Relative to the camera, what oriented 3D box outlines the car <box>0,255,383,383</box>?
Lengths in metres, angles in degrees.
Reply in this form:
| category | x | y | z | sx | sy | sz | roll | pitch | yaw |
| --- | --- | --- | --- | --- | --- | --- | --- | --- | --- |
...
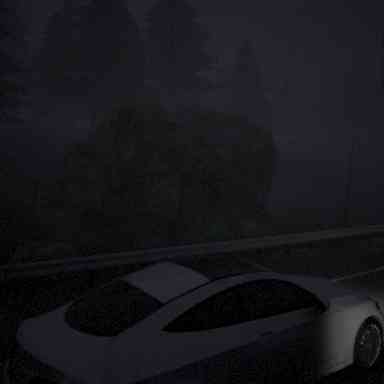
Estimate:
| category | x | y | z | sx | sy | sz | roll | pitch | yaw |
| --- | --- | --- | --- | --- | --- | --- | --- | --- | --- |
| car | 0.420 | 1.521 | 3.960 | 4.674 | 1.442 | 1.812 | 0 | 0 | -35 |
